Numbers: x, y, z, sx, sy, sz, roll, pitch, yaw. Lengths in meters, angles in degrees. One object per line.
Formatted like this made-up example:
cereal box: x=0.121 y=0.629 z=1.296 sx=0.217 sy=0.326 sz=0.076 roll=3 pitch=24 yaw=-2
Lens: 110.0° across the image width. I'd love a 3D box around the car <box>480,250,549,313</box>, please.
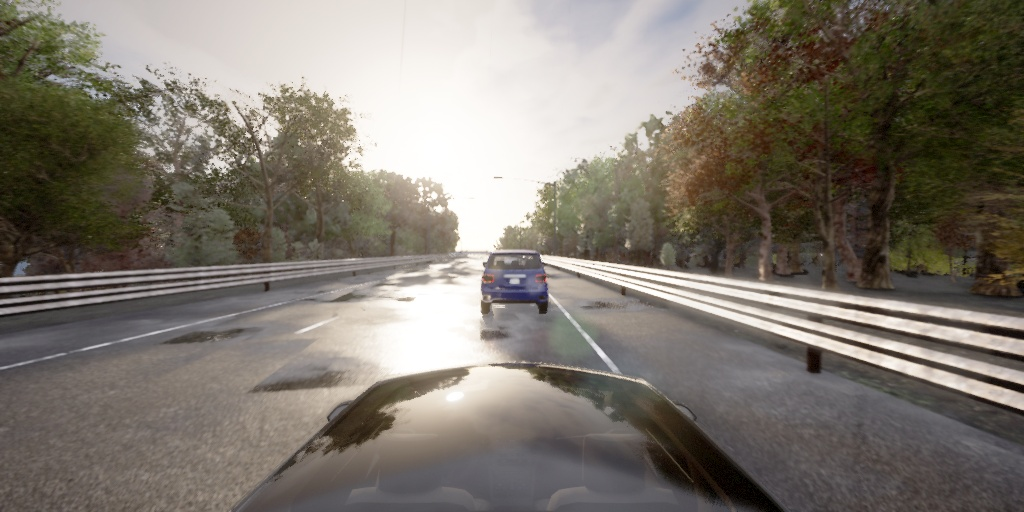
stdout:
car: x=0.068 y=0.791 z=13.126 sx=2.150 sy=2.045 sz=5.566 roll=0 pitch=1 yaw=0
